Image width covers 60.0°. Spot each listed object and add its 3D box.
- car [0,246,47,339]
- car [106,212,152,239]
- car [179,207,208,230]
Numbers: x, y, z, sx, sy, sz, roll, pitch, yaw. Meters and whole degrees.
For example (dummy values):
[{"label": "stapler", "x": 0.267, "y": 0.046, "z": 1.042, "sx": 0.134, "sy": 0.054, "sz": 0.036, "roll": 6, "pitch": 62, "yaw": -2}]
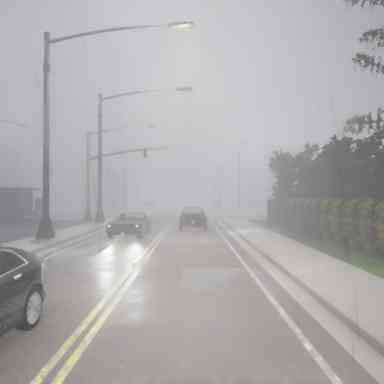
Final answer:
[{"label": "car", "x": -3.602, "y": 1.561, "z": 4.316, "sx": 1.837, "sy": 1.490, "sz": 4.892, "roll": 0, "pitch": 0, "yaw": 0}, {"label": "car", "x": -3.538, "y": 1.859, "z": 19.230, "sx": 1.895, "sy": 1.301, "sz": 4.718, "roll": 0, "pitch": -1, "yaw": 0}, {"label": "car", "x": 0.072, "y": 1.793, "z": 23.614, "sx": 1.882, "sy": 1.535, "sz": 5.008, "roll": 0, "pitch": -1, "yaw": 0}]
